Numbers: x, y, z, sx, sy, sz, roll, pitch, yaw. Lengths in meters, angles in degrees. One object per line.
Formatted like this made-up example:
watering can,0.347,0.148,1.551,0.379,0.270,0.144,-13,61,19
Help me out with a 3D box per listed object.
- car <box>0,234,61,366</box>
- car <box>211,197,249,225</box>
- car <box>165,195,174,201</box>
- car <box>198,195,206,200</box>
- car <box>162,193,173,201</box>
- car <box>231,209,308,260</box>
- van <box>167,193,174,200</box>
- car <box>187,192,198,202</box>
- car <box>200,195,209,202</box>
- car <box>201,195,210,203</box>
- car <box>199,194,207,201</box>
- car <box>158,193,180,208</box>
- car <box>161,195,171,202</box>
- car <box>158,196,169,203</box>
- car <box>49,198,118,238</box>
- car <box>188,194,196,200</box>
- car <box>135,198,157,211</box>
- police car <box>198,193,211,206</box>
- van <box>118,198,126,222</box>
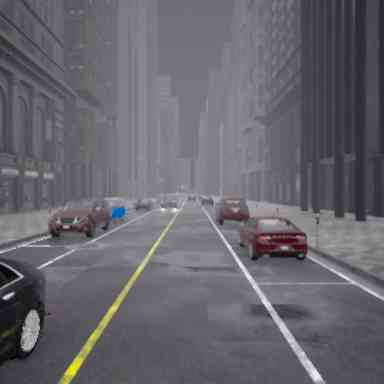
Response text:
car,-3.101,1.499,3.151,1.837,1.490,4.892,0,0,0
car,2.754,1.274,23.413,2.192,1.841,5.009,0,0,0
car,-5.785,1.436,85.401,1.887,1.381,4.507,0,0,0
car,2.739,1.452,91.049,1.947,1.339,4.313,0,0,0
car,-5.784,1.212,79.764,2.192,1.841,5.009,0,0,0
car,2.758,1.522,12.142,1.887,1.381,4.507,0,0,0
van,-5.787,1.227,91.038,1.690,1.788,3.998,0,0,0
car,-0.016,1.253,70.178,1.882,1.535,5.008,0,0,0
car,2.743,1.453,74.141,2.008,1.369,4.403,0,0,0
car,2.744,1.433,68.674,1.752,1.417,4.829,0,0,0
car,2.740,1.332,85.413,1.967,1.590,4.097,0,0,0
car,-3.094,1.281,45.754,2.097,1.767,4.553,0,0,0
car,-5.782,1.468,74.128,1.947,1.339,4.313,0,0,0
car,-5.781,1.473,68.491,1.947,1.339,4.313,0,0,0
car,-5.769,1.283,17.760,2.192,1.841,5.009,0,0,0
car,-0.021,1.317,89.800,2.033,1.411,5.357,0,0,0
car,-5.774,1.481,40.307,1.887,1.381,4.507,0,0,0
police car,2.354,1.347,53.020,1.930,1.638,5.238,0,0,0
van,-5.771,1.300,23.397,1.690,1.788,3.998,0,0,0
